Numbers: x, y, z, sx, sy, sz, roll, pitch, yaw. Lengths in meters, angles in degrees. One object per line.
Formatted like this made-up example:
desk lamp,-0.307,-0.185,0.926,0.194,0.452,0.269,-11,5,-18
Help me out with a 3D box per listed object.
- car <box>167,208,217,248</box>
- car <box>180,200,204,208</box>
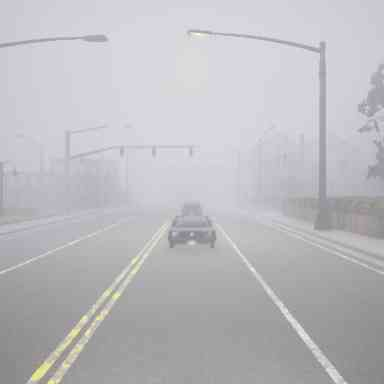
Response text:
car,0.000,1.615,14.680,1.895,1.301,4.718,0,0,0
car,0.000,1.515,29.650,1.837,1.490,4.892,0,0,0
